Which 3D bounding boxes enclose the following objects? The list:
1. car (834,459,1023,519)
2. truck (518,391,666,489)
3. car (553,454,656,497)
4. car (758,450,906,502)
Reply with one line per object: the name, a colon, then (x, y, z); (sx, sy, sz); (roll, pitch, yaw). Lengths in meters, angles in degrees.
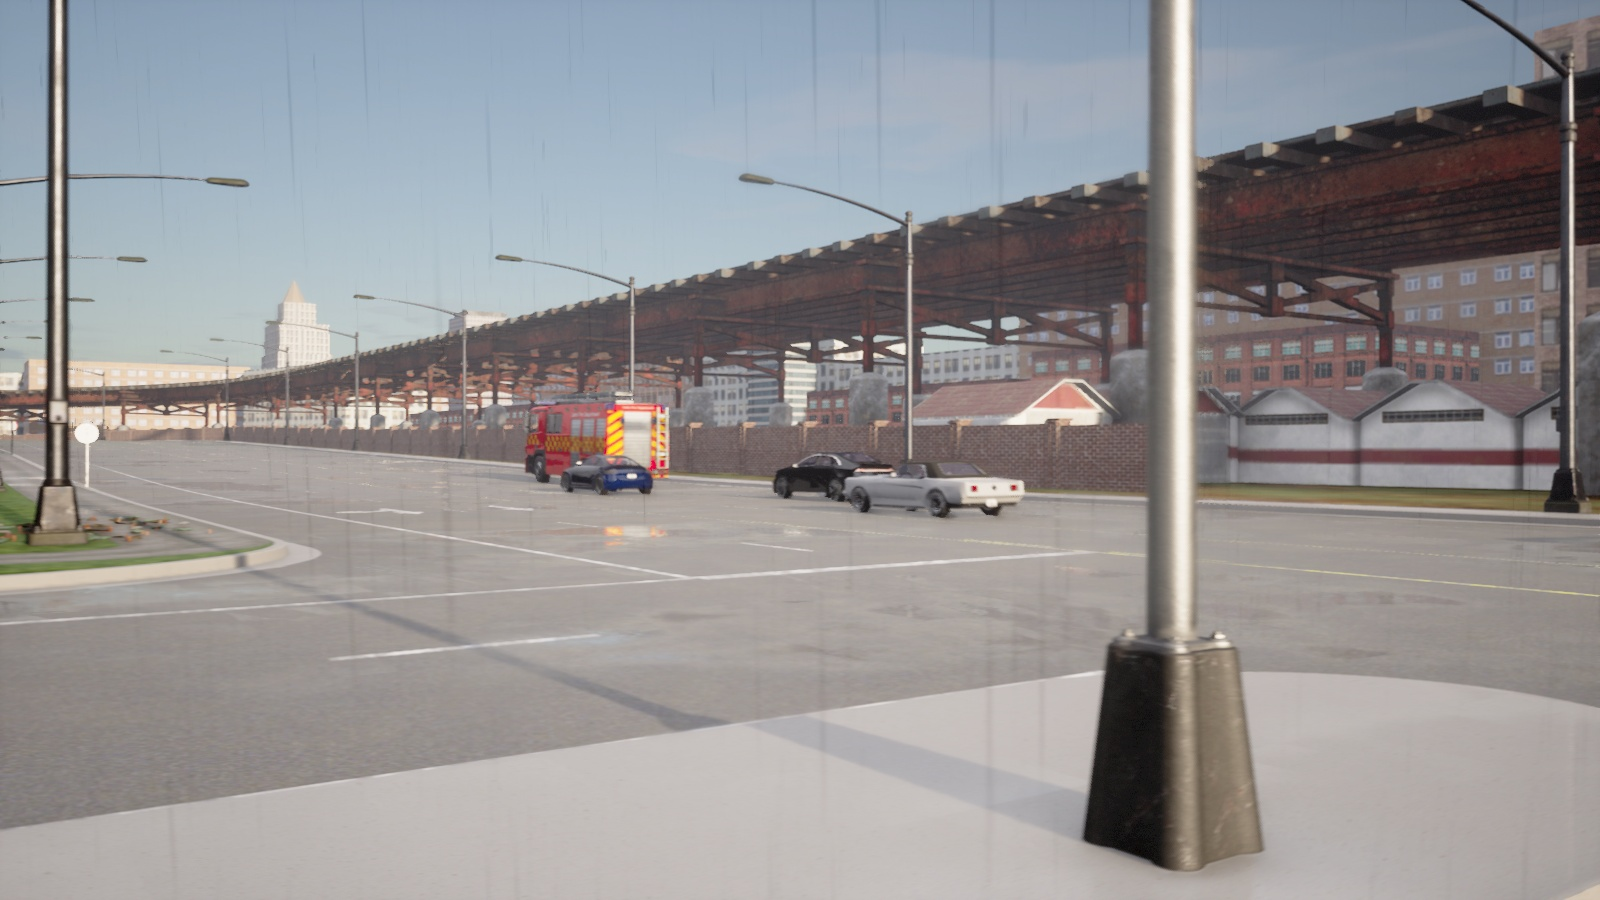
car: (2.967, 0.878, 30.037); (1.895, 1.301, 4.718); (0, 0, -35)
truck: (-9.049, -0.429, 53.599); (2.891, 3.827, 8.468); (0, 1, -35)
car: (-6.959, 0.866, 44.415); (1.994, 1.385, 4.181); (0, 0, -35)
car: (0.904, 0.753, 39.187); (2.128, 1.511, 4.902); (0, 0, -35)
